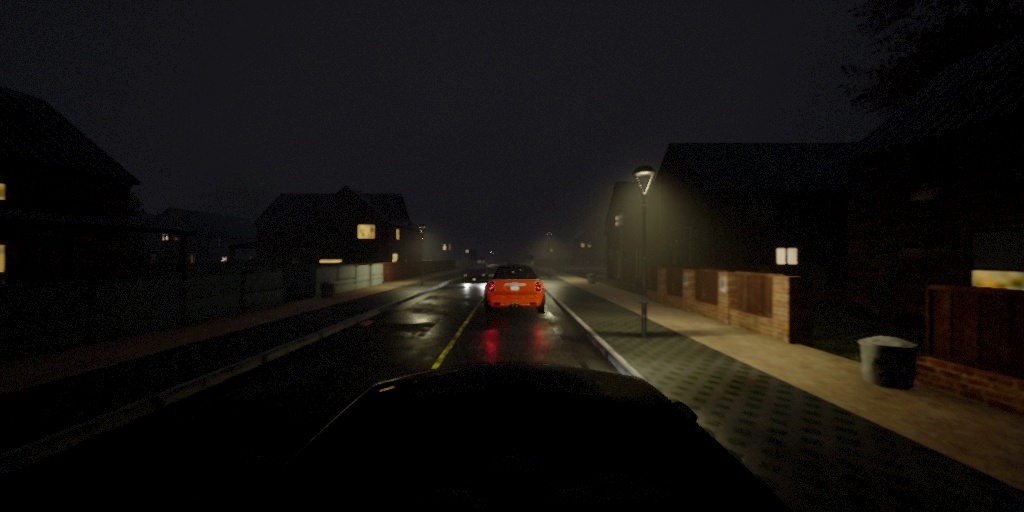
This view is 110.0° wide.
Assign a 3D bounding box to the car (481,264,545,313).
[{"bbox_3d":[0.097,1.103,14.153,2.097,1.767,4.553,0,0,0],"label":"car"}]

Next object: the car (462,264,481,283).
[{"bbox_3d":[-2.756,1.333,28.797,2.033,1.411,5.357,0,0,0],"label":"car"}]
